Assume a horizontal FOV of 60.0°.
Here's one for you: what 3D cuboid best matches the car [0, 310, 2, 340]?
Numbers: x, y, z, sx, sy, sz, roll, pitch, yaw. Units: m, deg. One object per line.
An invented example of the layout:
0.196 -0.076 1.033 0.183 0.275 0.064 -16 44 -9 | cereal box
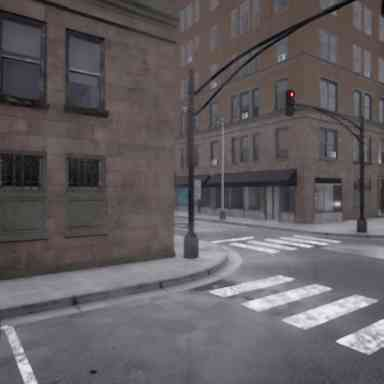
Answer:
-4.316 1.549 3.109 4.403 1.369 2.008 0 0 -36 | car
